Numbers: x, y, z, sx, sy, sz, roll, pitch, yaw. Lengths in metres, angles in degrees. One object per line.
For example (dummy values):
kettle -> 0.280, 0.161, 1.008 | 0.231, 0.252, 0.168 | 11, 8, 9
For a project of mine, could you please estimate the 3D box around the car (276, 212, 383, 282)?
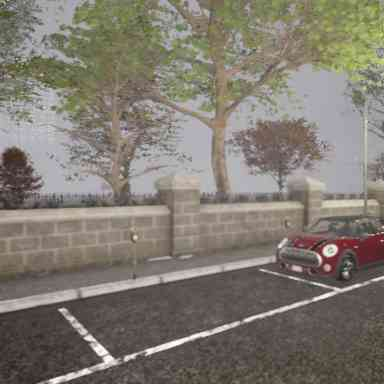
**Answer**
car -> 4.308, 1.431, 9.659 | 4.097, 1.590, 1.967 | 0, 0, -36
